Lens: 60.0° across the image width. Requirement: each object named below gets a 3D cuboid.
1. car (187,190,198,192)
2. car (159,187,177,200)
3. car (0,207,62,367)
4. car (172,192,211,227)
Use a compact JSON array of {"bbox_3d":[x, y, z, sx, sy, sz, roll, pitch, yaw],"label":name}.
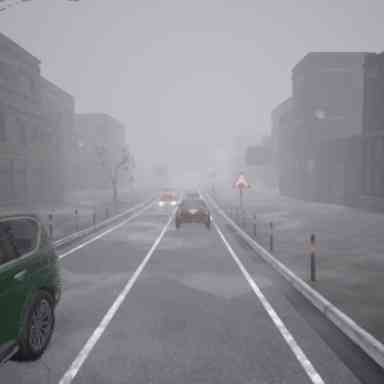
[{"bbox_3d":[0.018,0.545,40.226,1.837,1.490,4.892,0,3,0],"label":"car"},{"bbox_3d":[-3.172,0.132,44.580,2.097,1.767,4.553,0,4,0],"label":"car"},{"bbox_3d":[-3.104,1.229,3.004,2.150,2.045,5.566,0,0,0],"label":"car"},{"bbox_3d":[0.058,1.157,21.570,2.097,1.767,4.553,0,1,0],"label":"car"}]
